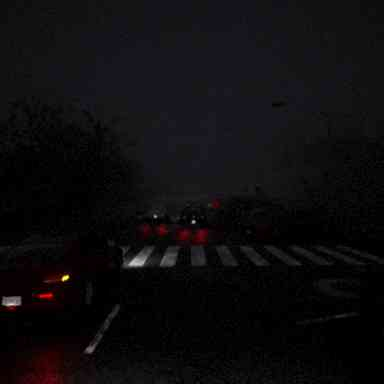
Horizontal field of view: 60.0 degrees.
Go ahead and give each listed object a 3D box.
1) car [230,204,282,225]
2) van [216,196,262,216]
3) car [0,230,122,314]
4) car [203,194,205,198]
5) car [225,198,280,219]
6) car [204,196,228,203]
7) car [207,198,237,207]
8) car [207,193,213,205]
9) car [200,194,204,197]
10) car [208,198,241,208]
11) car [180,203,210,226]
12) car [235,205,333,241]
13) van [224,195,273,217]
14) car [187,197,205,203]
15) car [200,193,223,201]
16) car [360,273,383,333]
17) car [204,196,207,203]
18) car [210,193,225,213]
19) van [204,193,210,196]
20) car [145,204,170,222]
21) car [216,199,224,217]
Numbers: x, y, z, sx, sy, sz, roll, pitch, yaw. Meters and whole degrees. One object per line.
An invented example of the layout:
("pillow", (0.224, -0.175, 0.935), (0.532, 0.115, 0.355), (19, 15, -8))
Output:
("car", (5.076, 1.642, 20.417), (4.674, 1.452, 2.002), (1, -1, -20))
("van", (4.983, 1.465, 35.287), (4.442, 1.987, 1.878), (1, 0, -20))
("car", (-2.897, 1.609, 7.671), (1.812, 1.442, 4.674), (0, 0, 0))
("car", (5.077, 1.566, 62.185), (4.553, 1.767, 2.185), (0, 0, -20))
("car", (5.054, 1.494, 23.390), (4.553, 1.767, 2.185), (1, -1, -20))
("car", (5.136, 1.648, 71.158), (4.792, 1.488, 2.163), (0, 0, -20))
("car", (5.097, 1.763, 56.226), (4.674, 1.452, 2.002), (0, 0, -20))
("car", (5.119, 1.457, 38.330), (5.566, 2.045, 2.435), (1, -1, -20))
("car", (4.935, 1.641, 68.096), (5.366, 1.575, 1.946), (0, 1, -20))
("car", (5.127, 1.765, 53.254), (4.792, 1.488, 2.163), (0, 0, -20))
("car", (0.114, 1.770, 24.915), (1.895, 1.301, 4.718), (0, 0, 0))
("car", (5.053, 1.613, 17.399), (4.792, 1.488, 2.163), (1, 0, -20))
("van", (5.194, 1.413, 26.426), (4.442, 1.987, 1.878), (1, -1, -20))
("car", (0.123, 1.754, 41.608), (2.128, 1.511, 4.902), (0, 0, 0))
("car", (5.147, 1.249, 89.051), (5.566, 2.045, 2.435), (0, 0, -20))
("car", (5.046, 1.541, 5.393), (4.792, 1.488, 2.163), (1, 0, -20))
("car", (4.926, 1.732, 50.185), (5.366, 1.575, 1.946), (0, 0, -20))
("car", (5.065, 1.422, 32.334), (5.566, 2.045, 2.435), (1, 0, -20))
("van", (4.997, 1.485, 59.158), (4.442, 1.987, 1.878), (0, 1, -20))
("car", (-2.884, 1.734, 28.545), (1.812, 1.442, 4.674), (0, 0, 0))
("car", (5.080, 1.657, 29.364), (4.892, 1.521, 2.231), (1, -1, -20))
